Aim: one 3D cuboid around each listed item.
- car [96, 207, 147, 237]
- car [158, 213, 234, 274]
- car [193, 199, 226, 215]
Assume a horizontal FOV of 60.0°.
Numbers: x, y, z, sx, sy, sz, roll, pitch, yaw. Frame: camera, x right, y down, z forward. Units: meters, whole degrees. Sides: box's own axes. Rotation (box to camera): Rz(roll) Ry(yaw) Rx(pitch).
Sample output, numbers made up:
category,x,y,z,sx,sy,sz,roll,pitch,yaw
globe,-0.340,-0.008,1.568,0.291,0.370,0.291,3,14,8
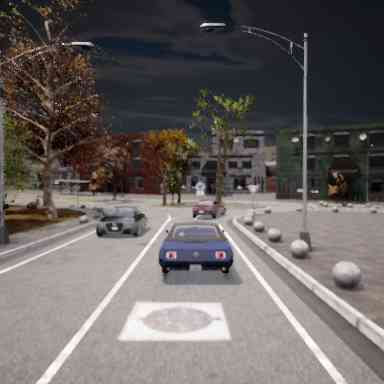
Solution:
category,x,y,z,sx,sy,sz,roll,pitch,yaw
car,-3.541,1.460,17.291,1.994,1.385,4.181,0,0,1
car,0.097,1.555,10.344,1.895,1.301,4.718,0,0,0
car,1.450,1.295,27.223,1.812,1.442,4.674,0,1,19
